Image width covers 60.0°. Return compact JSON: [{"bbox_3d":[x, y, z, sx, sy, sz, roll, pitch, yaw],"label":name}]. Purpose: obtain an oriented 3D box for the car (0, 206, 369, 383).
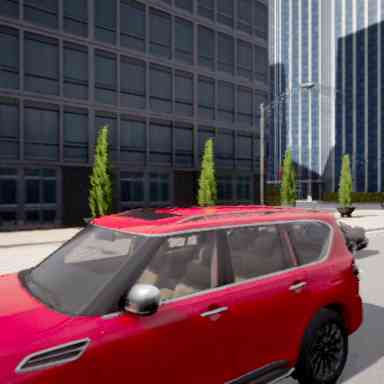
[{"bbox_3d":[-0.317,1.220,3.737,5.566,2.045,2.150,0,0,-35],"label":"car"}]
